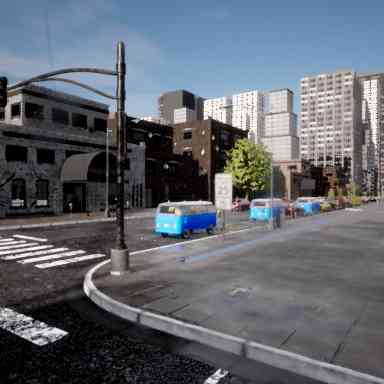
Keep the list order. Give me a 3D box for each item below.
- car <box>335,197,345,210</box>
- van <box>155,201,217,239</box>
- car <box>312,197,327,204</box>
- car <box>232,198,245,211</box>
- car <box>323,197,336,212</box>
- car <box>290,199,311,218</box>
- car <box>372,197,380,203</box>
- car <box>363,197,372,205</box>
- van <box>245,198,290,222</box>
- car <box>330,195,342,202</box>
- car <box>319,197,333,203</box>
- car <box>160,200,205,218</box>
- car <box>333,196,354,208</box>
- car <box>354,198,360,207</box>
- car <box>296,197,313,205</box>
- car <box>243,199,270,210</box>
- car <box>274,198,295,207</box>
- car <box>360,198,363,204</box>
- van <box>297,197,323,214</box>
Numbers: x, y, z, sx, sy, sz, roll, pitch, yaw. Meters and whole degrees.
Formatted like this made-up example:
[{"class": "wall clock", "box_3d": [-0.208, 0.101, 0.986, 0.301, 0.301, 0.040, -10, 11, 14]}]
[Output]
[{"class": "car", "box_3d": [18.805, 1.730, 44.831, 1.947, 1.339, 4.313, 0, 0, 35]}, {"class": "van", "box_3d": [-0.182, 1.407, 17.682, 1.690, 1.788, 3.998, 0, 0, 35]}, {"class": "car", "box_3d": [27.674, 1.729, 72.134, 1.752, 1.417, 4.829, 0, 0, 35]}, {"class": "car", "box_3d": [5.620, 1.507, 40.600, 1.967, 1.590, 4.097, 0, 0, 35]}, {"class": "car", "box_3d": [15.738, 1.671, 40.446, 1.752, 1.417, 4.829, 0, 0, 35]}, {"class": "car", "box_3d": [9.311, 1.656, 31.256, 1.887, 1.381, 4.507, 0, 0, 35]}, {"class": "car", "box_3d": [44.123, 1.900, 81.031, 1.947, 1.339, 4.313, 0, 0, 35]}, {"class": "car", "box_3d": [34.628, 1.810, 67.456, 1.887, 1.381, 4.507, 0, 0, 35]}, {"class": "van", "box_3d": [6.148, 1.436, 26.732, 1.690, 1.788, 3.998, 0, 0, 35]}, {"class": "car", "box_3d": [37.265, 1.713, 85.848, 1.967, 1.590, 4.097, 0, 0, 35]}, {"class": "car", "box_3d": [30.935, 1.793, 76.798, 1.947, 1.339, 4.313, 0, 0, 35]}, {"class": "car", "box_3d": [-0.808, 1.559, 31.410, 1.752, 1.417, 4.829, 0, 0, 35]}, {"class": "car", "box_3d": [21.971, 1.498, 49.357, 2.192, 1.841, 5.009, 0, 0, 35]}, {"class": "car", "box_3d": [25.136, 1.517, 53.882, 2.192, 1.841, 5.009, 0, 0, 35]}, {"class": "car", "box_3d": [21.442, 1.706, 63.223, 1.887, 1.381, 4.507, 0, 0, 35]}, {"class": "car", "box_3d": [8.784, 1.629, 45.125, 1.887, 1.381, 4.507, 0, 0, 35]}, {"class": "car", "box_3d": [15.113, 1.666, 54.174, 1.887, 1.381, 4.507, 0, 0, 35]}, {"class": "car", "box_3d": [28.397, 1.749, 58.546, 1.752, 1.417, 4.829, 0, 0, 35]}, {"class": "van", "box_3d": [12.477, 1.469, 35.781, 1.690, 1.788, 3.998, 0, 0, 35]}]
